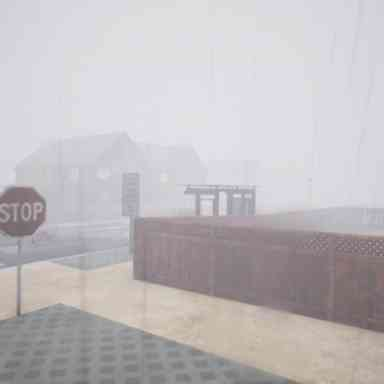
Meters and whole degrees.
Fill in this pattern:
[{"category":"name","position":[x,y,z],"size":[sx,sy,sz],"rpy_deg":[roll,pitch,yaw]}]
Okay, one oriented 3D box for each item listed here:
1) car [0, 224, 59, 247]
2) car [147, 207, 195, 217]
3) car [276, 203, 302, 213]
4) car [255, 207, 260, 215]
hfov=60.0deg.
[{"category":"car","position":[-8.101,1.685,13.812],"size":[1.895,1.301,4.718],"rpy_deg":[1,0,31]},{"category":"car","position":[-1.083,1.801,24.166],"size":[2.033,1.411,5.357],"rpy_deg":[1,0,35]},{"category":"car","position":[12.804,2.149,43.614],"size":[2.033,1.411,5.357],"rpy_deg":[1,0,36]},{"category":"car","position":[5.050,1.909,32.797],"size":[1.837,1.490,4.892],"rpy_deg":[1,0,35]}]
